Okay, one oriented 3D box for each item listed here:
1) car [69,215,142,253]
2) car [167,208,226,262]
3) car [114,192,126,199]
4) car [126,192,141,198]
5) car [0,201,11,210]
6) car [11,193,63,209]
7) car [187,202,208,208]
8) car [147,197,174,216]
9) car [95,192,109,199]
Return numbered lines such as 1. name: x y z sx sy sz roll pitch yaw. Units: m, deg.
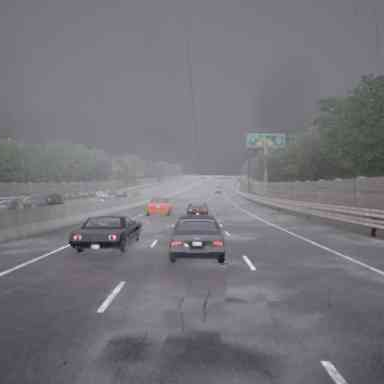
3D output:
1. car: -3.297 1.598 13.673 1.895 1.301 4.718 0 0 1
2. car: 0.181 1.547 12.128 2.033 1.411 5.357 0 0 1
3. car: -15.266 0.666 71.710 1.882 1.535 5.008 0 1 3
4. car: -11.880 0.747 69.750 1.837 1.490 4.892 0 1 3
5. car: -17.153 1.500 30.694 1.994 1.385 4.181 0 0 2
6. car: -13.669 1.163 30.294 2.150 2.045 5.566 0 0 2
7. car: 0.538 1.550 30.522 1.895 1.301 4.718 0 0 2
8. car: -2.934 1.292 31.409 2.097 1.767 4.553 0 0 2
9. car: -18.866 0.761 70.196 1.812 1.442 4.674 0 1 3
